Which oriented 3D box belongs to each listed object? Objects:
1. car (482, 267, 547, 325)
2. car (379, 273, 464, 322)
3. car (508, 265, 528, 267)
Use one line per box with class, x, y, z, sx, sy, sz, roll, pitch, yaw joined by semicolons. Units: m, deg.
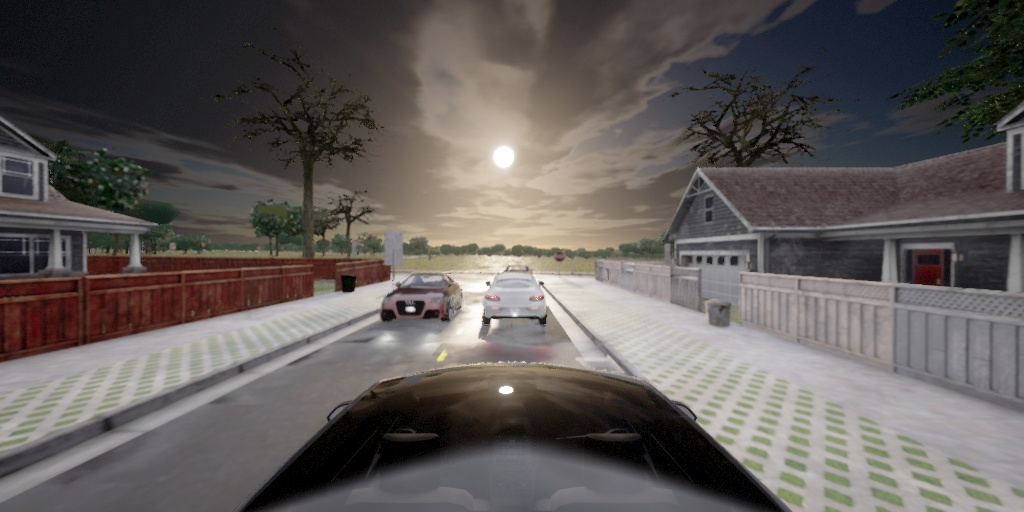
car;0.090;1.240;11.554;1.812;1.442;4.674;0;0;0
car;-2.812;1.277;11.932;1.994;1.385;4.181;0;0;0
car;0.492;1.272;25.423;1.895;1.301;4.718;0;0;6
